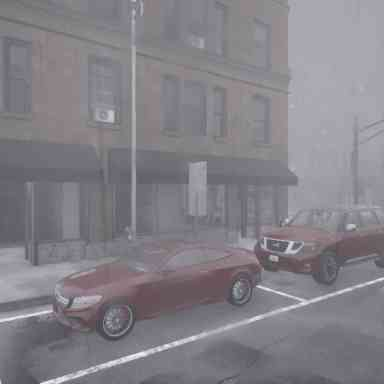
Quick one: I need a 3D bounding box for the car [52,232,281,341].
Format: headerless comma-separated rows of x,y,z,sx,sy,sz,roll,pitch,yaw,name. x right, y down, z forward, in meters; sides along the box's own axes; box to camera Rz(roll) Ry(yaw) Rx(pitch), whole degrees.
-0.441,1.582,6.447,4.206,1.307,1.802,0,0,-35,car

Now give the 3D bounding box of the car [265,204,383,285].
4.061,1.315,9.648,5.009,1.841,2.192,0,0,-35,car
